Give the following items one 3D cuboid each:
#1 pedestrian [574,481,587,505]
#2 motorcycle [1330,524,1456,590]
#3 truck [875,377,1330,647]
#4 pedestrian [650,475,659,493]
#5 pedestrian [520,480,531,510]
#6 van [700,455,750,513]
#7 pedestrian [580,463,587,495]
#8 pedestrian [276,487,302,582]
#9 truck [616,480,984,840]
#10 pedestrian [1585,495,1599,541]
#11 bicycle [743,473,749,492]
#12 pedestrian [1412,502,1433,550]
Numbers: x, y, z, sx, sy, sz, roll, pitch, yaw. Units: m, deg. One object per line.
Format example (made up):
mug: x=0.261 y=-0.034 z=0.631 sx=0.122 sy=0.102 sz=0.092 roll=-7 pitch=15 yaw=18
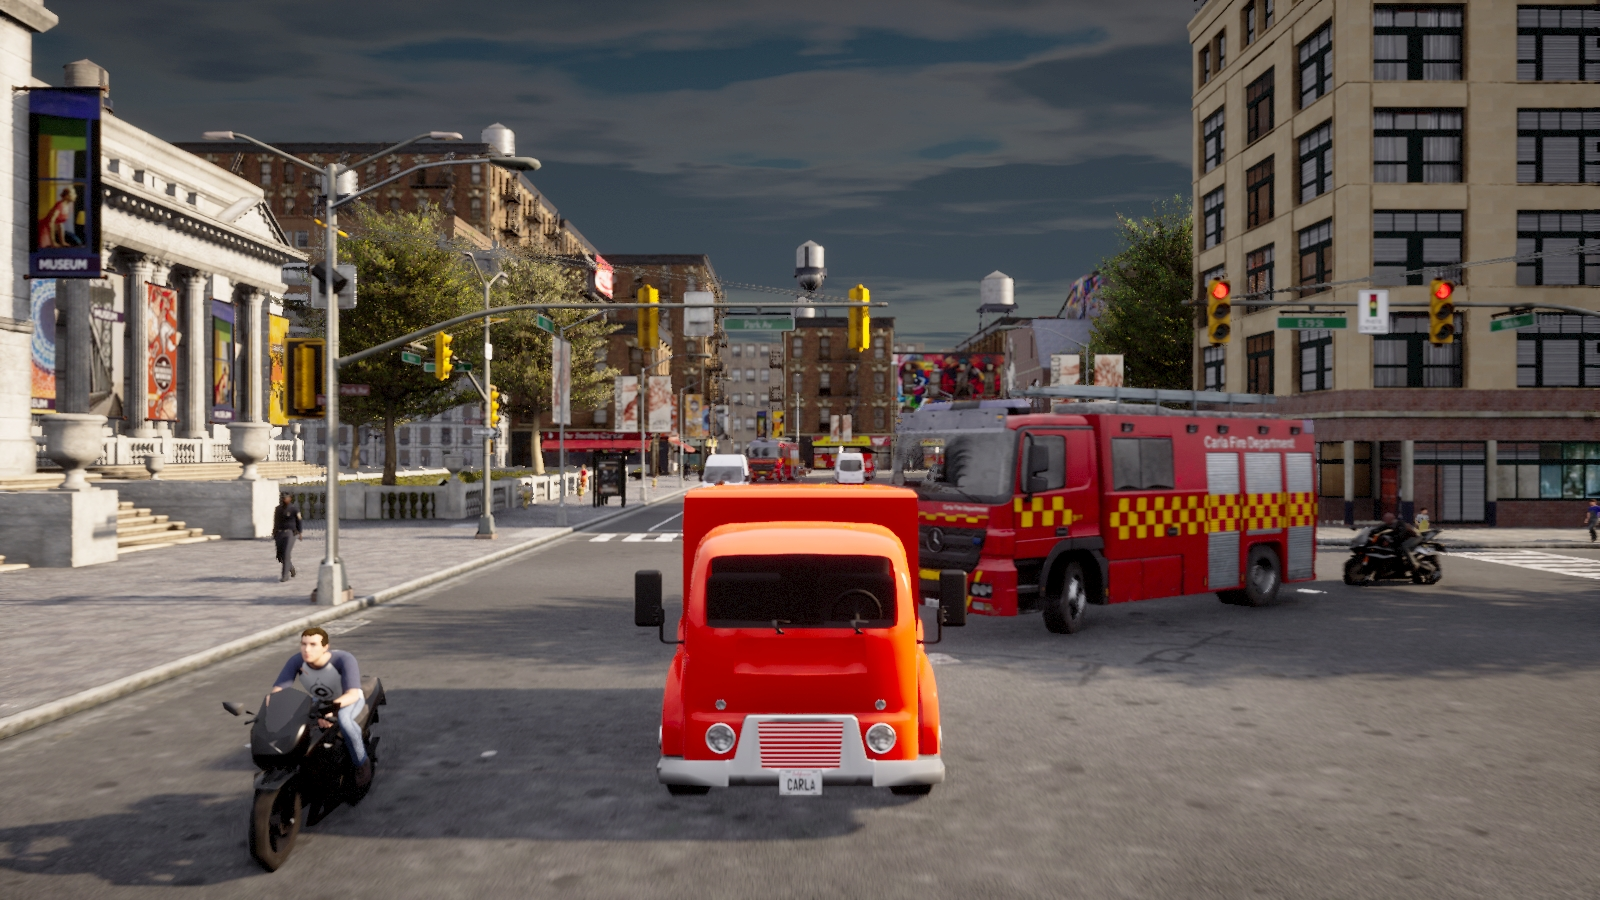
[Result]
pedestrian: x=-10.471 y=2.058 z=54.585 sx=0.500 sy=1.100 sz=0.500 roll=0 pitch=0 yaw=5
motorcycle: x=12.219 y=2.197 z=23.585 sx=2.209 sy=1.251 sz=0.867 roll=0 pitch=1 yaw=-7
truck: x=5.500 y=0.884 z=19.801 sx=8.468 sy=3.827 sz=2.891 roll=0 pitch=0 yaw=-36
pedestrian: x=-8.774 y=2.053 z=68.995 sx=0.500 sy=1.100 sz=0.500 roll=0 pitch=0 yaw=-5
pedestrian: x=-12.027 y=1.960 z=50.084 sx=0.375 sy=1.300 sz=0.375 roll=0 pitch=0 yaw=6
van: x=-3.481 y=1.516 z=53.929 sx=1.988 sy=2.561 sz=5.915 roll=0 pitch=0 yaw=0
pedestrian: x=-12.446 y=1.675 z=65.666 sx=0.375 sy=1.860 sz=0.375 roll=0 pitch=0 yaw=-4
pedestrian: x=-10.260 y=1.688 z=22.934 sx=0.375 sy=1.860 sz=0.375 roll=0 pitch=0 yaw=-3
truck: x=0.001 y=1.570 z=10.758 sx=2.627 sy=2.467 sz=5.204 roll=0 pitch=0 yaw=0
pedestrian: x=22.921 y=1.965 z=32.880 sx=0.375 sy=1.300 sz=0.375 roll=0 pitch=0 yaw=-14
bicycle: x=-3.635 y=2.181 z=76.903 sx=0.373 sy=1.196 sz=1.643 roll=0 pitch=0 yaw=0
pedestrian: x=17.389 y=2.118 z=31.934 sx=0.375 sy=1.300 sz=0.375 roll=0 pitch=0 yaw=-2
